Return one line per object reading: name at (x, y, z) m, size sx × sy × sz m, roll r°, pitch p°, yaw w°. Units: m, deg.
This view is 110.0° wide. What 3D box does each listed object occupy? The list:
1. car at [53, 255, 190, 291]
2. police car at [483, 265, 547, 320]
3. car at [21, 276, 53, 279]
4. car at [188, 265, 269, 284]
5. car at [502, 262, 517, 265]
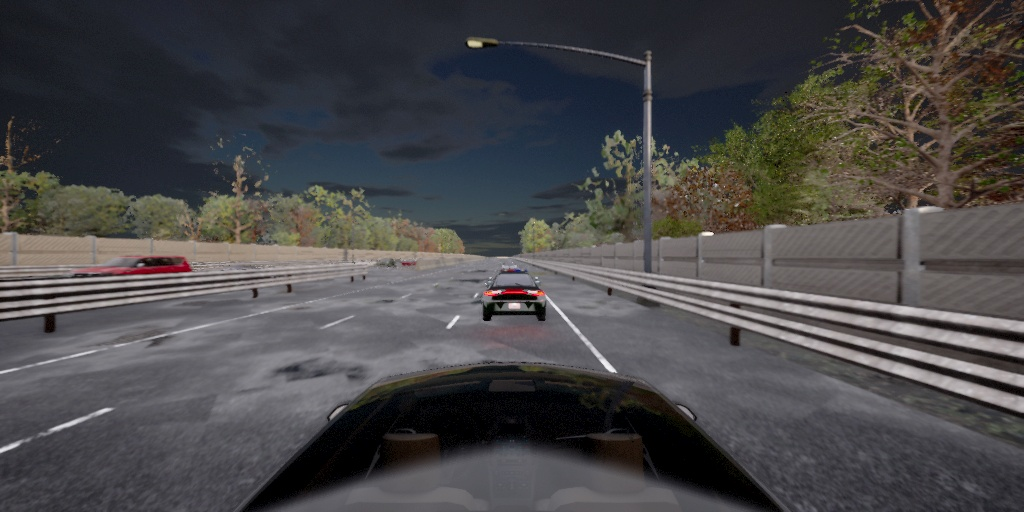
car at (-21.338, 0.977, 20.413) m, size 2.150 × 2.045 × 5.566 m, roll 0°, pitch 0°, yaw 1°
police car at (0.063, 1.257, 12.700) m, size 2.038 × 1.542 × 4.974 m, roll 0°, pitch 0°, yaw 0°
car at (-24.830, 1.358, 20.889) m, size 1.895 × 1.301 × 4.718 m, roll 0°, pitch 0°, yaw 1°
car at (-17.809, 1.320, 23.102) m, size 1.994 × 1.385 × 4.181 m, roll 0°, pitch 0°, yaw 1°
car at (-0.311, 1.363, 44.490) m, size 1.895 × 1.301 × 4.718 m, roll 0°, pitch 0°, yaw -1°
